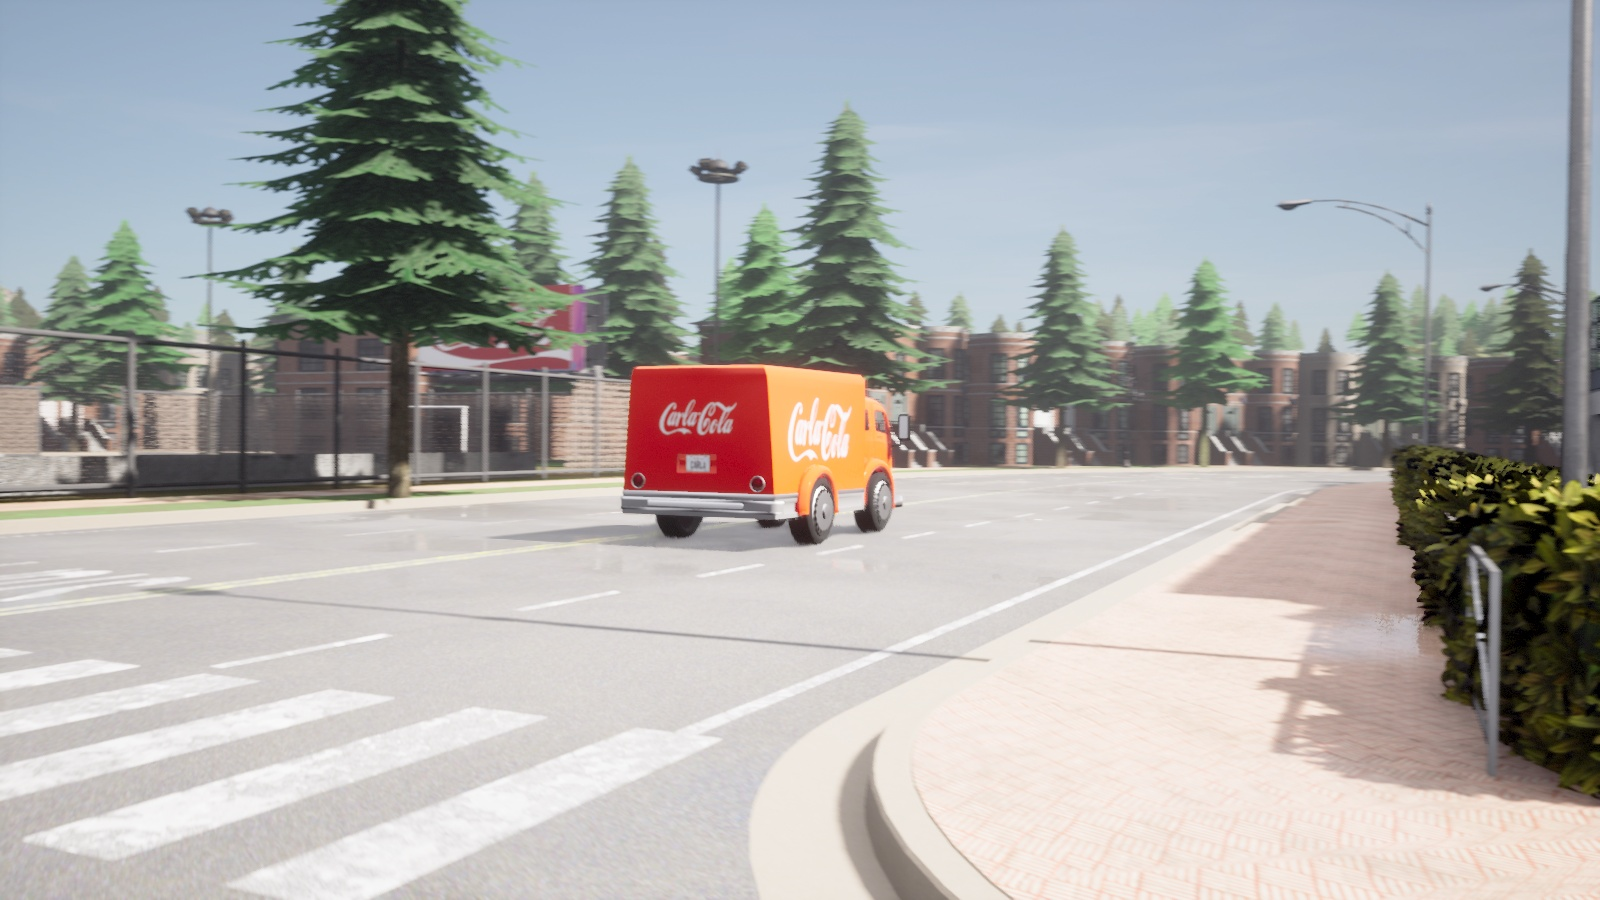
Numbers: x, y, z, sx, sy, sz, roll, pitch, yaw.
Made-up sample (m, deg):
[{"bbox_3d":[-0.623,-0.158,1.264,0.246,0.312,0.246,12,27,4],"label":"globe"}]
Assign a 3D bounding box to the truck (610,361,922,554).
[{"bbox_3d":[-0.287,0.069,18.984,2.627,2.467,5.204,0,1,25],"label":"truck"}]
